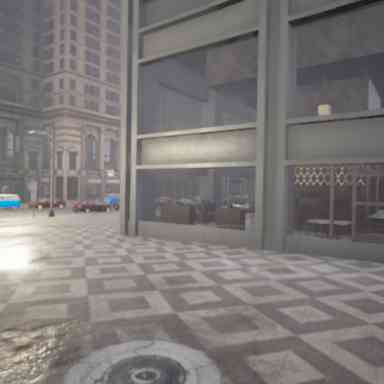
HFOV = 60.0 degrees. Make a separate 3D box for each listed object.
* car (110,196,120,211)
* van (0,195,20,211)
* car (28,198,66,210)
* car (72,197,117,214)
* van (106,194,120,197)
[{"bbox_3d":[-7.512,1.587,40.263,1.887,1.381,4.507,1,0,35],"label":"car"},{"bbox_3d":[-20.855,1.159,36.173,1.690,1.788,3.998,1,1,35],"label":"van"},{"bbox_3d":[-17.674,1.382,40.690,1.887,1.381,4.507,1,1,35],"label":"car"},{"bbox_3d":[-10.694,1.566,35.746,1.887,1.381,4.507,1,0,35],"label":"car"},{"bbox_3d":[-11.302,1.221,49.718,1.690,1.788,3.998,1,0,35],"label":"van"}]
